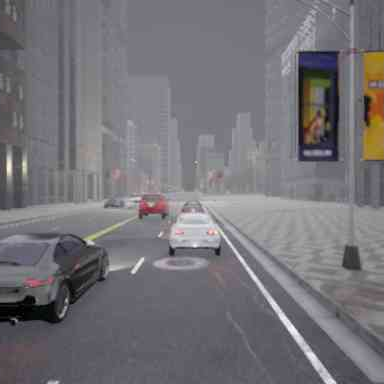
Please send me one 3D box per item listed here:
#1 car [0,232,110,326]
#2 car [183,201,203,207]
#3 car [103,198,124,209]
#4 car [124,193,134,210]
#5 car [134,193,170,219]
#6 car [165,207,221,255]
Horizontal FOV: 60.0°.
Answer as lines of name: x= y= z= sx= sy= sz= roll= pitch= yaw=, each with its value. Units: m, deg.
car: x=-3.151 y=1.544 z=7.133 sx=1.994 sy=1.385 sz=4.181 roll=0 pitch=0 yaw=0
car: x=0.093 y=1.478 z=30.881 sx=1.994 sy=1.385 sz=4.181 roll=0 pitch=0 yaw=0
car: x=-9.850 y=1.415 z=42.722 sx=2.033 sy=1.411 sz=5.357 roll=0 pitch=0 yaw=0
car: x=-6.599 y=1.094 z=41.864 sx=2.150 sy=2.045 sz=5.566 roll=0 pitch=0 yaw=0
car: x=-3.155 y=1.141 z=28.218 sx=2.150 sy=2.045 sz=5.566 roll=0 pitch=-1 yaw=0
car: x=0.098 y=1.493 z=13.075 sx=1.812 sy=1.442 sz=4.674 roll=0 pitch=-1 yaw=0
